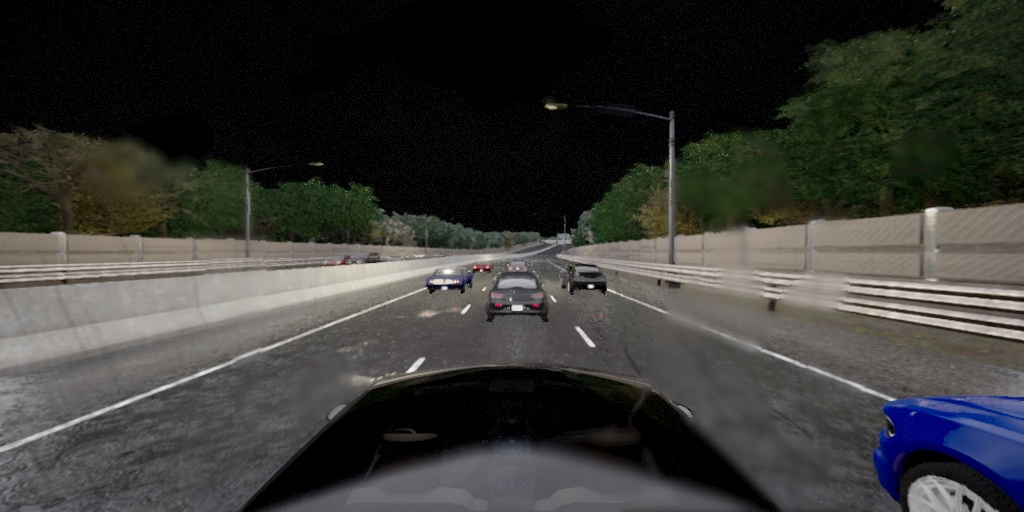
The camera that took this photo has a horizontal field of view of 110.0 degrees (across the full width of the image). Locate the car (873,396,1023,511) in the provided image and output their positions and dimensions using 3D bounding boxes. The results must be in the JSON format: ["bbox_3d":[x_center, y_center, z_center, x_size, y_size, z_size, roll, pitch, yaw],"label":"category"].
[{"bbox_3d":[3.611,1.230,0.547,1.882,1.535,5.008,0,0,0],"label":"car"}]

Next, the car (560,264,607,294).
[{"bbox_3d":[3.771,1.159,19.362,1.837,1.490,4.892,0,1,1],"label":"car"}]

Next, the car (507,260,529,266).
[{"bbox_3d":[0.547,1.045,32.272,2.033,1.411,5.357,0,1,2],"label":"car"}]

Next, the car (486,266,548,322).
[{"bbox_3d":[0.179,1.235,12.070,1.812,1.442,4.674,0,0,1],"label":"car"}]

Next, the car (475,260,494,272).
[{"bbox_3d":[-2.837,1.037,36.192,1.895,1.301,4.718,0,1,2],"label":"car"}]

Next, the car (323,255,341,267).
[{"bbox_3d":[-20.318,0.683,42.489,2.097,1.767,4.553,0,1,2],"label":"car"}]

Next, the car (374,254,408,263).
[{"bbox_3d":[-13.369,0.849,40.991,2.128,1.511,4.902,0,1,2],"label":"car"}]

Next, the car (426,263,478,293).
[{"bbox_3d":[-3.229,1.250,19.605,1.895,1.301,4.718,0,1,1],"label":"car"}]

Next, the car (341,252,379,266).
[{"bbox_3d":[-16.869,0.578,41.125,2.150,2.045,5.566,0,1,2],"label":"car"}]
